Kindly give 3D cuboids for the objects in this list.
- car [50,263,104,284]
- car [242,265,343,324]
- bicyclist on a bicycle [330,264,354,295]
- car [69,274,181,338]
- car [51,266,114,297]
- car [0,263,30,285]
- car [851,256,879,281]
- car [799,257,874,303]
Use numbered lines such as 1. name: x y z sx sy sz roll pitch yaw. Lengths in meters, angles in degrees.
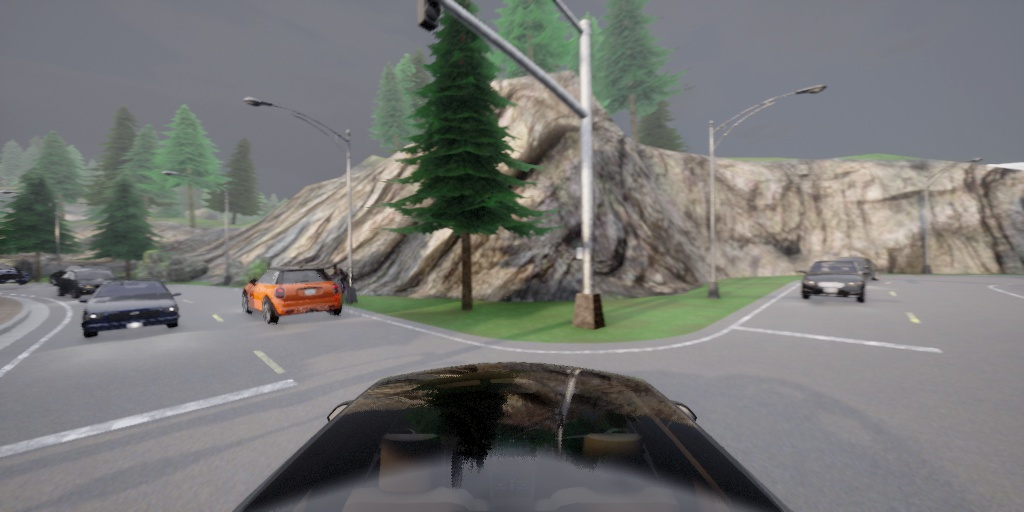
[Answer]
1. car: -34.554 1.466 28.828 4.553 1.767 2.097 -1 0 18
2. car: -7.755 1.152 12.508 4.553 1.767 2.097 -1 1 44
3. bicyclist on a bicycle: -8.888 1.233 18.349 0.582 1.620 1.656 -1 1 42
4. car: -11.700 1.420 11.081 5.357 1.411 2.033 -1 1 43
5. car: -23.420 1.503 19.953 4.892 1.490 1.837 -1 0 29
6. car: -38.326 1.264 26.347 4.553 1.767 2.097 -1 0 12
7. car: 20.546 0.795 21.786 4.892 1.490 1.837 -2 1 -34
8. car: 13.272 0.945 14.775 2.128 1.511 4.902 -1 1 44
